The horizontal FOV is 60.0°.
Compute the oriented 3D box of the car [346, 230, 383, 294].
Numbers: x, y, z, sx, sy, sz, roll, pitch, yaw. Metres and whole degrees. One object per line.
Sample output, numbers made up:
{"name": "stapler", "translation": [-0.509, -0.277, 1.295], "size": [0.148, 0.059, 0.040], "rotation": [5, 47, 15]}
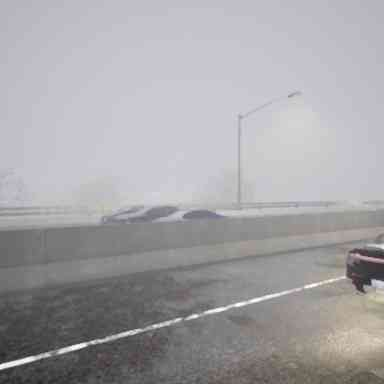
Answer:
{"name": "car", "translation": [5.502, 1.526, 7.628], "size": [4.902, 1.511, 2.128], "rotation": [0, 0, -35]}

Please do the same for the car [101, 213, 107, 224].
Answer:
{"name": "car", "translation": [-3.969, 1.598, 22.605], "size": [4.181, 1.385, 1.994], "rotation": [0, 0, -35]}

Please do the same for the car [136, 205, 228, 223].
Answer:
{"name": "car", "translation": [-0.139, 1.560, 16.742], "size": [4.674, 1.442, 1.812], "rotation": [0, 0, -35]}

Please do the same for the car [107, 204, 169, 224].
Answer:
{"name": "car", "translation": [-2.095, 1.512, 19.645], "size": [5.008, 1.535, 1.882], "rotation": [0, 0, -35]}
